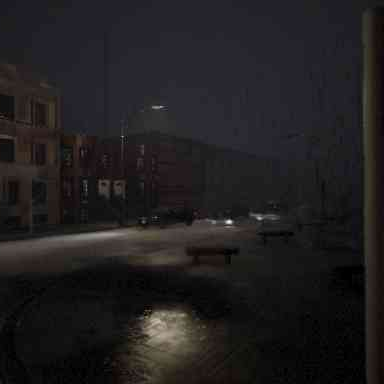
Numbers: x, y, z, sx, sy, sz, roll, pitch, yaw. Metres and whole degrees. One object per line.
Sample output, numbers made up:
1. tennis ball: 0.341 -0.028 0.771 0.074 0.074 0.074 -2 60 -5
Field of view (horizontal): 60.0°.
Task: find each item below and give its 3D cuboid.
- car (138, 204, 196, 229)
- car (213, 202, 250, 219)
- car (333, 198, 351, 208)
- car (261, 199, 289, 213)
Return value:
1. car: -1.641 1.609 23.005 2.128 1.511 4.902 -1 0 36
2. car: 3.726 1.643 30.504 1.812 1.442 4.674 -1 0 36
3. car: 22.099 1.574 48.974 2.128 1.511 4.902 -1 0 36
4. car: 9.716 1.595 38.847 1.882 1.535 5.008 -1 0 36
